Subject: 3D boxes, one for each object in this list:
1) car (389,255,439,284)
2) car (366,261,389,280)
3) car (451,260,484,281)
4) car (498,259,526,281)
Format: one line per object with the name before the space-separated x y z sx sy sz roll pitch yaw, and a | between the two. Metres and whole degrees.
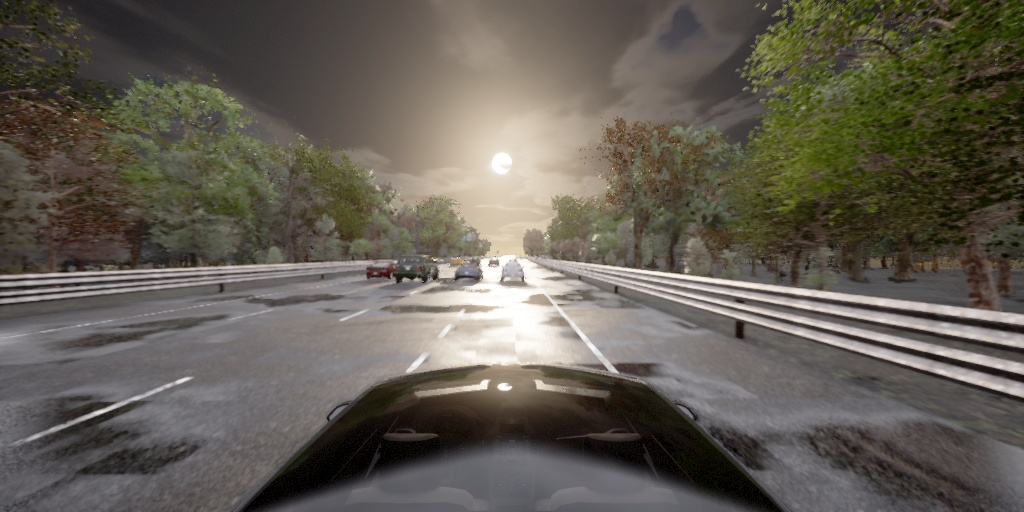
car | -6.963 0.918 26.707 2.150 2.045 5.566 0 0 1
car | -10.443 1.165 29.904 1.882 1.535 5.008 0 0 0
car | -3.447 1.254 29.372 1.994 1.385 4.181 0 0 0
car | 0.050 1.215 29.129 1.812 1.442 4.674 0 0 0
